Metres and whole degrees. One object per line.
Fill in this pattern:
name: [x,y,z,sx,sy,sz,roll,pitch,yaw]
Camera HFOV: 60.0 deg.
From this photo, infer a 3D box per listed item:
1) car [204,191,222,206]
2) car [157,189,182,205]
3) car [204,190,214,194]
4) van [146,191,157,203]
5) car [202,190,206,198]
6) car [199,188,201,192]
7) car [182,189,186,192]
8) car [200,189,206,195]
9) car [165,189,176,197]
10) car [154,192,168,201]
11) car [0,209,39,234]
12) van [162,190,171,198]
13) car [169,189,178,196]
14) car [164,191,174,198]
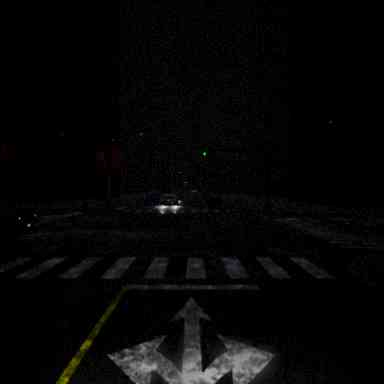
car: [2.945,0.974,42.487,2.008,1.369,4.403,0,1,1]
car: [-2.885,0.628,43.831,2.150,2.045,5.566,0,1,1]
car: [2.995,0.872,48.169,1.752,1.417,4.829,0,1,1]
van: [-5.531,0.689,48.070,1.690,1.788,3.998,0,1,1]
car: [3.042,0.826,53.512,2.008,1.369,4.403,0,1,1]
car: [3.287,0.349,81.072,1.967,1.590,4.097,0,1,1]
car: [-2.702,0.736,59.998,2.033,1.411,5.357,0,1,1]
car: [3.092,0.517,59.021,2.192,1.841,5.009,0,1,1]
car: [-5.238,0.223,81.141,2.192,1.841,5.009,0,1,1]
car: [-5.434,0.767,59.096,1.947,1.339,4.313,0,1,1]
car: [-9.993,1.224,15.904,4.718,1.301,1.895,1,1,0]
van: [-5.336,0.396,70.117,1.690,1.788,3.998,0,1,1]
car: [-5.140,0.077,92.165,2.192,1.841,5.009,0,1,1]
car: [-5.287,0.526,75.632,1.887,1.381,4.507,0,1,1]
